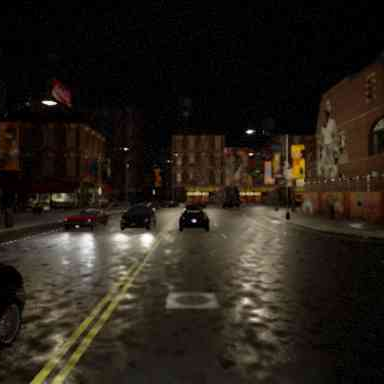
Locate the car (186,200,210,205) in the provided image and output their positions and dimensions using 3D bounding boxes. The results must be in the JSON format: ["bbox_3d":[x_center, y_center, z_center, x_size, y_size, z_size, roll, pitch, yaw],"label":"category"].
[{"bbox_3d":[0.582,2.116,50.456,1.895,1.301,4.718,0,-1,23],"label":"car"}]

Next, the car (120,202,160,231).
[{"bbox_3d":[-3.533,1.708,22.614,1.882,1.535,5.008,0,-1,1],"label":"car"}]

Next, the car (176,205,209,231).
[{"bbox_3d":[0.134,1.797,22.713,1.994,1.385,4.181,0,-1,0],"label":"car"}]

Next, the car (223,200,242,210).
[{"bbox_3d":[6.638,2.063,54.379,1.837,1.490,4.892,-1,-1,29],"label":"car"}]

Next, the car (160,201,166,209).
[{"bbox_3d":[-6.319,2.039,51.095,2.002,1.452,4.674,0,-1,20],"label":"car"}]

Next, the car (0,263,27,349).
[{"bbox_3d":[-3.596,1.563,3.662,1.812,1.442,4.674,0,-1,0],"label":"car"}]

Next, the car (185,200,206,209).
[{"bbox_3d":[0.646,2.161,58.415,1.994,1.385,4.181,0,-1,30],"label":"car"}]

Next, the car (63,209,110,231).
[{"bbox_3d":[-7.042,1.830,22.635,1.895,1.301,4.718,0,-1,0],"label":"car"}]

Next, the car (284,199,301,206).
[{"bbox_3d":[21.567,2.245,69.508,4.902,1.511,2.128,0,-1,-27],"label":"car"}]

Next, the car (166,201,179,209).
[{"bbox_3d":[-4.146,2.169,56.396,1.895,1.301,4.718,0,-1,30],"label":"car"}]
